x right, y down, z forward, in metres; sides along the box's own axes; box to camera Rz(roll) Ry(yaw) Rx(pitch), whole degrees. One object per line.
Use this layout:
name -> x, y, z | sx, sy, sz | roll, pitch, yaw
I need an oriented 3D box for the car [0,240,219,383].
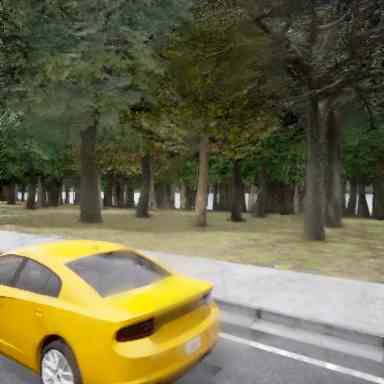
car -> -2.003, 1.476, 4.988 | 5.008, 1.535, 1.882 | 0, 0, 35
